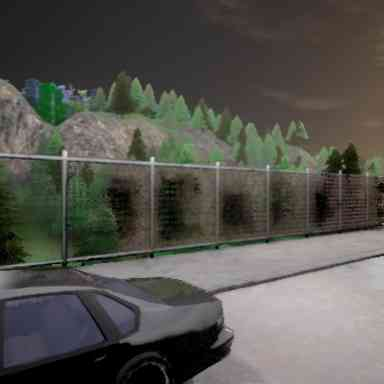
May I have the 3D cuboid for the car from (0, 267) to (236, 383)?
[{"bbox_3d":[-2.051,1.548,3.136,5.357,1.411,2.033,0,0,-35],"label":"car"}]
